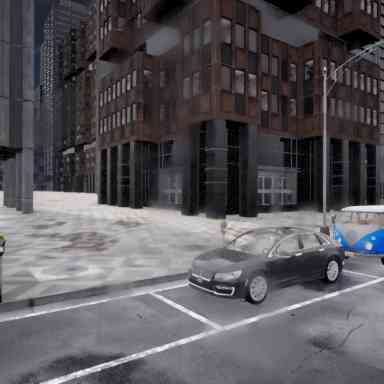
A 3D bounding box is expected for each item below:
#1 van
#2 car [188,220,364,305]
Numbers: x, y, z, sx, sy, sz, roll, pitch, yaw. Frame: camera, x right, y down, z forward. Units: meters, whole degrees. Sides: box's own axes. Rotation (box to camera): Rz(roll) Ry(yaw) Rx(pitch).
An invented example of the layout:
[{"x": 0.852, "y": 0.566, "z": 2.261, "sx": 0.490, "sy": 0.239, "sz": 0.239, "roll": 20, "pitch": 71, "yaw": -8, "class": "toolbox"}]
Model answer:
[{"x": 6.445, "y": 1.342, "z": 11.218, "sx": 3.998, "sy": 1.788, "sz": 1.690, "roll": 0, "pitch": 0, "yaw": -35, "class": "van"}, {"x": 1.939, "y": 1.551, "z": 8.020, "sx": 4.403, "sy": 1.369, "sz": 2.008, "roll": 0, "pitch": 0, "yaw": -35, "class": "car"}]
